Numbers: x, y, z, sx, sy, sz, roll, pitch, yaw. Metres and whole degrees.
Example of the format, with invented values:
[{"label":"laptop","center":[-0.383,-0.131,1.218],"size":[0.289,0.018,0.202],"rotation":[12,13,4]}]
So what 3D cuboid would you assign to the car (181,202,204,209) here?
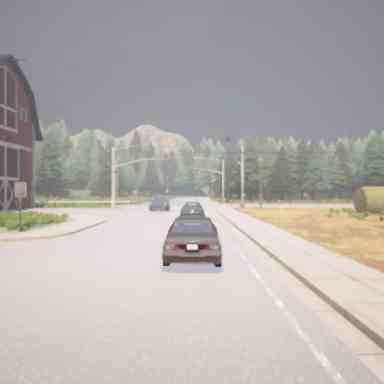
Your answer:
[{"label":"car","center":[0.048,1.521,28.832],"size":[1.994,1.385,4.181],"rotation":[0,0,0]}]

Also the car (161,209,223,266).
[{"label":"car","center":[0.031,1.522,11.419],"size":[2.033,1.411,5.357],"rotation":[0,0,1]}]

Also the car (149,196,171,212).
[{"label":"car","center":[-3.539,1.289,37.126],"size":[2.097,1.767,4.553],"rotation":[0,0,0]}]
